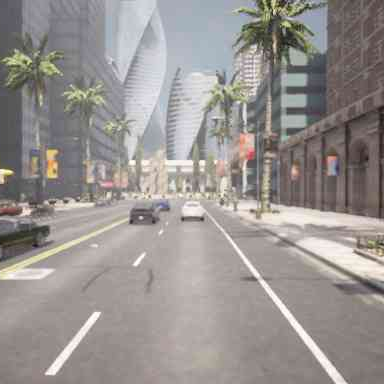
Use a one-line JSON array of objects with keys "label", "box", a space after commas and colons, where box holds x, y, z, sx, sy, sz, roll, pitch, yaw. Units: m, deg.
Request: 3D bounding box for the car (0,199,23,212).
[{"label": "car", "box": [-13.611, 1.334, 22.930, 2.185, 1.767, 4.553, 0, 0, -1]}]

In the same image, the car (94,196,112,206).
[{"label": "car", "box": [-13.908, 1.435, 52.303, 2.231, 1.521, 4.892, 0, 0, -1]}]

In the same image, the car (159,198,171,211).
[{"label": "car", "box": [-3.596, 1.490, 40.356, 1.812, 1.442, 4.674, 0, 0, -1]}]

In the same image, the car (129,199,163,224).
[{"label": "car", "box": [-3.441, 1.483, 24.746, 1.837, 1.490, 4.892, 0, 0, -1]}]

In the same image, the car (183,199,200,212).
[{"label": "car", "box": [-0.093, 1.530, 39.958, 1.994, 1.385, 4.181, 0, 0, 0]}]

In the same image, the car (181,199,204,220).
[{"label": "car", "box": [0.035, 1.502, 27.488, 1.812, 1.442, 4.674, 0, 0, 0]}]

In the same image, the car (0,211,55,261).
[{"label": "car", "box": [-6.985, 1.590, 12.015, 1.895, 1.301, 4.718, 0, 0, 1]}]
